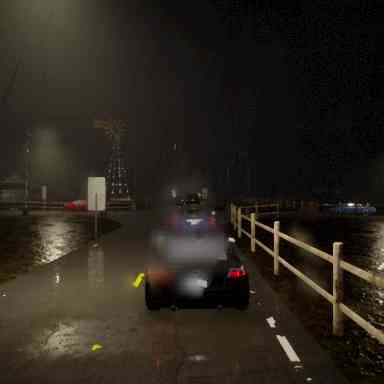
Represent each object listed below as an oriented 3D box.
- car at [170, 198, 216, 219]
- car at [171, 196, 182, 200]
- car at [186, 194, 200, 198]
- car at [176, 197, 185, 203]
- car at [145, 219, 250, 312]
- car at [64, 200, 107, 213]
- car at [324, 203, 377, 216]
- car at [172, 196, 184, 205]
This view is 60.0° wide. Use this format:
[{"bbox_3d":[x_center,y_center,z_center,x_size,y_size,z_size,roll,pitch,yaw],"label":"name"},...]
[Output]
[{"bbox_3d":[0.115,1.380,16.447,2.097,1.767,4.553,0,0,0],"label":"car"},{"bbox_3d":[-2.757,1.677,57.167,1.882,1.535,5.008,0,0,0],"label":"car"},{"bbox_3d":[0.159,1.399,53.649,2.150,2.045,5.566,0,0,1],"label":"car"},{"bbox_3d":[-2.658,1.933,76.635,1.895,1.301,4.718,0,0,0],"label":"car"},{"bbox_3d":[0.106,1.573,7.804,1.994,1.385,4.181,0,0,0],"label":"car"},{"bbox_3d":[-10.875,1.465,34.110,4.181,1.385,1.994,1,-2,0],"label":"car"},{"bbox_3d":[17.892,1.950,37.724,5.357,1.411,2.033,1,-2,0],"label":"car"},{"bbox_3d":[-2.702,1.613,66.416,2.097,1.767,4.553,0,0,1],"label":"car"}]
